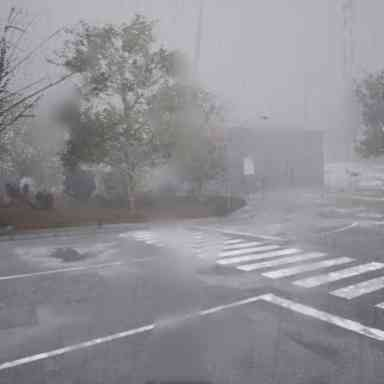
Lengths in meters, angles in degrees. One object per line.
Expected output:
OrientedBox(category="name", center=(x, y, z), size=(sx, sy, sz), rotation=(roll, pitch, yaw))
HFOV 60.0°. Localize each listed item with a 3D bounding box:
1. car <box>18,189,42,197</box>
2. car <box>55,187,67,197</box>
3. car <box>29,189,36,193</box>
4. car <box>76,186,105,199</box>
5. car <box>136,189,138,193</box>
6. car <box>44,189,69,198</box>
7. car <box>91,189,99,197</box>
OrientedBox(category="car", center=(-38.080, 0.141, 78.191), size=(2.097, 1.535, 5.008), rotation=(0, 3, 19))
OrientedBox(category="car", center=(-26.441, 0.052, 68.930), size=(2.435, 2.045, 5.566), rotation=(0, 2, 18))
OrientedBox(category="car", center=(-35.828, 0.185, 76.149), size=(1.946, 1.575, 5.366), rotation=(0, 3, 19))
OrientedBox(category="car", center=(-19.349, 0.045, 63.565), size=(2.435, 2.045, 5.566), rotation=(-2, 2, 17))
OrientedBox(category="car", center=(-9.816, -0.091, 56.411), size=(2.435, 2.045, 5.566), rotation=(-1, 2, 16))
OrientedBox(category="car", center=(-28.786, 0.285, 70.790), size=(2.231, 1.521, 4.892), rotation=(-1, 2, 18))
OrientedBox(category="car", center=(-17.011, 0.277, 61.571), size=(1.946, 1.575, 5.366), rotation=(-1, 2, 17))
